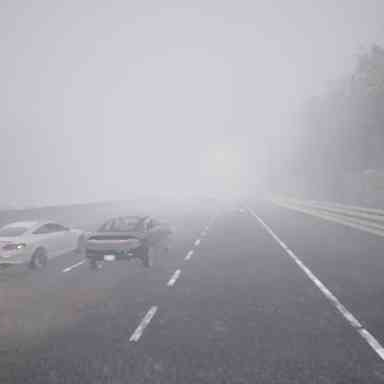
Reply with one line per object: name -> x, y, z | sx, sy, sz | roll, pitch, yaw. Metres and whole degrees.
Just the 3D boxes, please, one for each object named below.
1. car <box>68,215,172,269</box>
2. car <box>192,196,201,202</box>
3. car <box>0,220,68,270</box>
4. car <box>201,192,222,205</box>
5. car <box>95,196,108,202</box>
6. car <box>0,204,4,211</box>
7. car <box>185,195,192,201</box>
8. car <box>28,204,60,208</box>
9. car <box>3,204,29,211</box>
car -> -1.935, 1.544, 11.367 | 2.128, 1.511, 4.902 | -2, 0, 7
car -> 1.731, 1.418, 70.774 | 1.895, 1.301, 4.718 | -2, 0, 7
car -> -5.421, 1.705, 11.621 | 1.812, 1.442, 4.674 | -2, 0, 7
car -> 3.241, 1.285, 54.158 | 2.128, 1.511, 4.902 | -2, 0, 7
car -> -21.804, 1.763, 80.258 | 1.882, 1.535, 5.008 | -2, 0, 7
car -> -23.178, 2.276, 40.076 | 2.128, 1.511, 4.902 | -2, 0, 7
car -> -0.558, 1.415, 81.004 | 1.812, 1.442, 4.674 | -2, 0, 7
car -> -16.331, 2.137, 38.484 | 1.895, 1.301, 4.718 | -2, 0, 7
car -> -19.712, 2.184, 39.611 | 1.812, 1.442, 4.674 | -2, 0, 7
